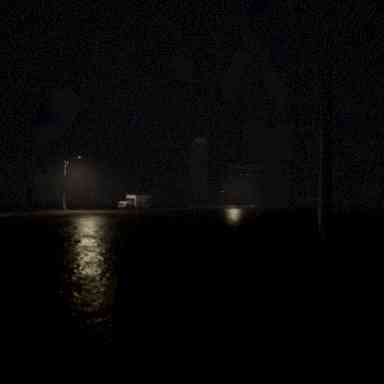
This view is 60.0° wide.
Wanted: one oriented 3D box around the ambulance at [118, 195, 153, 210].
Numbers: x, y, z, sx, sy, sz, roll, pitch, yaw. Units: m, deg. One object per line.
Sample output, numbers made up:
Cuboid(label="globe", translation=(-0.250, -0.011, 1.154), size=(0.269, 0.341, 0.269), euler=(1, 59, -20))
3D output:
Cuboid(label="ambulance", translation=(-9.316, 1.696, 54.849), size=(2.351, 2.431, 6.366), euler=(1, -1, 36))
